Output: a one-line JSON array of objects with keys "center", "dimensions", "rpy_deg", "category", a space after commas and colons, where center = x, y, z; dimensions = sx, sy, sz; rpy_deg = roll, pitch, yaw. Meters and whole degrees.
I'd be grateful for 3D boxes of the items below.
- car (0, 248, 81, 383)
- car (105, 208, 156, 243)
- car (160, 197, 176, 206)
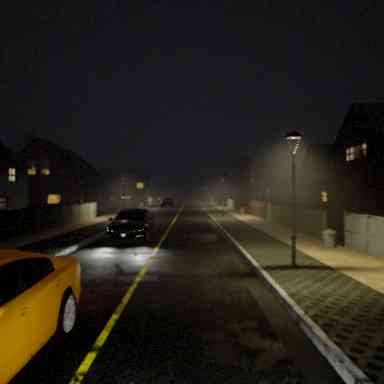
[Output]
[{"center": [-2.863, 1.496, 3.833], "dimensions": [1.882, 1.535, 5.008], "rpy_deg": [0, 0, 0], "category": "car"}, {"center": [-2.903, 1.582, 16.535], "dimensions": [1.837, 1.490, 4.892], "rpy_deg": [0, 0, 0], "category": "car"}, {"center": [-2.936, 1.380, 41.717], "dimensions": [1.812, 1.442, 4.674], "rpy_deg": [0, 0, 0], "category": "car"}]
